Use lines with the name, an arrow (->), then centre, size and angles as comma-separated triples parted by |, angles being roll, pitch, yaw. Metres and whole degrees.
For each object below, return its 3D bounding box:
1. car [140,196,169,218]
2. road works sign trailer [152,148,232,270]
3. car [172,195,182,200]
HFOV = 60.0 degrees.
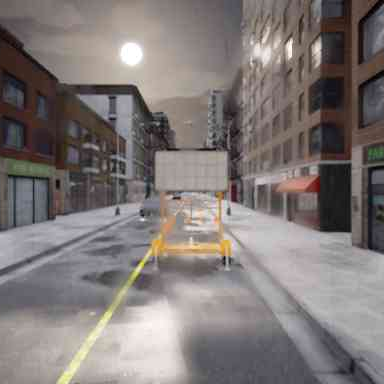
car -> -3.139, 1.181, 28.334 | 2.097, 1.767, 4.553 | 0, 0, 0
road works sign trailer -> -0.015, 0.397, 10.704 | 2.380, 3.560, 2.880 | 0, 0, 0
car -> -3.107, 1.196, 69.938 | 1.895, 1.301, 4.718 | 0, 0, 0
